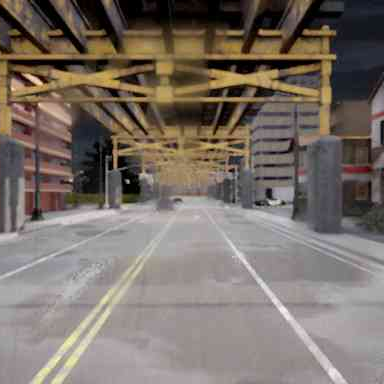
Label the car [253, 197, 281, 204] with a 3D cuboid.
[{"bbox_3d":[13.635,1.575,60.475,4.536,1.218,1.853,0,0,25],"label":"car"}]

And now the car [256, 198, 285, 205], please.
[{"bbox_3d":[13.310,1.570,56.356,4.536,1.218,1.853,0,0,-20],"label":"car"}]

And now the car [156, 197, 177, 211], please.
[{"bbox_3d":[-3.542,1.609,44.068,2.097,1.767,4.553,0,0,1],"label":"car"}]

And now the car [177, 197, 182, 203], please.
[{"bbox_3d":[-3.501,1.905,82.099,1.895,1.301,4.718,0,0,0],"label":"car"}]

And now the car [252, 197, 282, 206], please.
[{"bbox_3d":[13.588,1.733,60.497,4.974,1.542,2.038,0,0,25],"label":"car"}]

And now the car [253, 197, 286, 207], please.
[{"bbox_3d":[13.262,1.727,56.338,4.974,1.542,2.038,0,0,-20],"label":"car"}]
